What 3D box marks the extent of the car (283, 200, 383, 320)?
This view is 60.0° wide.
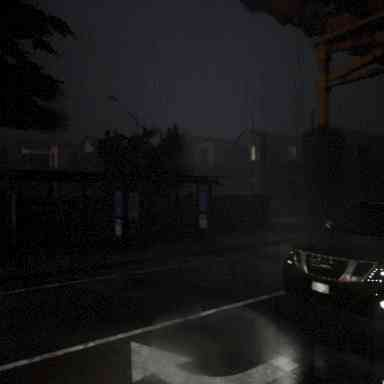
[{"bbox_3d":[4.379,1.204,7.034,5.566,2.045,2.150,0,0,-35],"label":"car"}]
